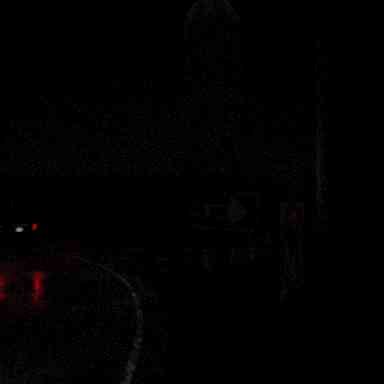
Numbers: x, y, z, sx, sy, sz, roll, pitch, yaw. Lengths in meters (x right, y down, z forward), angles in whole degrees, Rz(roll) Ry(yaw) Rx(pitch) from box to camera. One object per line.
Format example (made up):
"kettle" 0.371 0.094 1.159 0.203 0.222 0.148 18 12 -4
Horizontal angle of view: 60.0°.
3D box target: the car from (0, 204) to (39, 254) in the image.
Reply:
"car" -8.785 1.527 13.955 5.566 2.045 2.150 -1 -3 32
